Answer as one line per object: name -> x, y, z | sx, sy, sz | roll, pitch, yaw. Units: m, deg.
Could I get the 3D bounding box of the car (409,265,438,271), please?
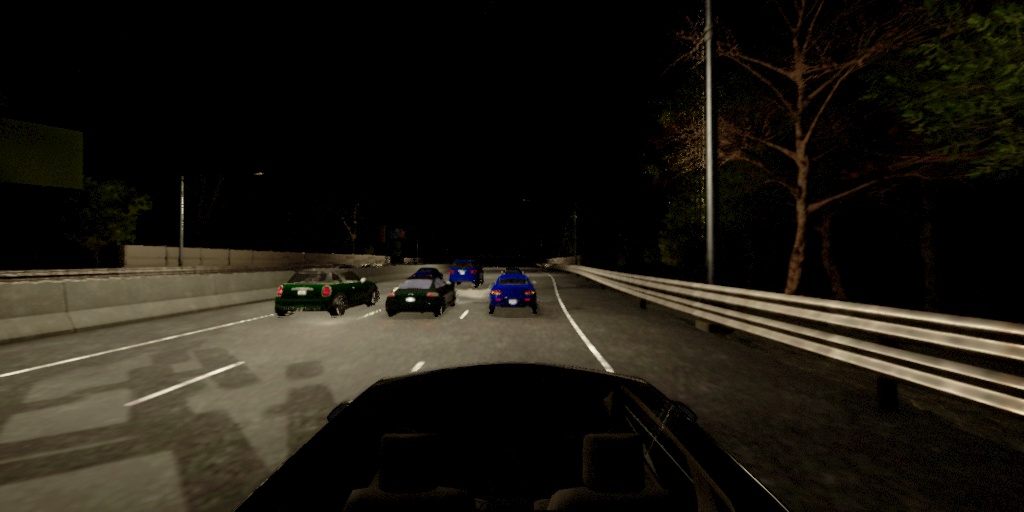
car -> -6.947, 1.658, 29.818 | 1.812, 1.442, 4.674 | 0, -1, 0

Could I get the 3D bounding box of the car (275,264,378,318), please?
car -> -6.954, 1.267, 14.029 | 2.097, 1.767, 4.553 | 0, -1, 0

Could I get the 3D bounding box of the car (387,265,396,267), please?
car -> -21.010, 2.197, 61.798 | 1.895, 1.301, 4.718 | 0, -1, 0

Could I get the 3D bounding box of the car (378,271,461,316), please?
car -> -3.453, 1.483, 14.268 | 1.994, 1.385, 4.181 | 0, -1, 1

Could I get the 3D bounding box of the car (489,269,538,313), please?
car -> 0.051, 1.451, 14.831 | 1.812, 1.442, 4.674 | 0, -1, 0

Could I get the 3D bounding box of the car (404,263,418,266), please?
car -> -17.523, 1.953, 62.075 | 2.097, 1.767, 4.553 | 0, -1, 1

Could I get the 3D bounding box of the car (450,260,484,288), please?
car -> -3.464, 1.329, 27.943 | 2.150, 2.045, 5.566 | 0, -1, 1
